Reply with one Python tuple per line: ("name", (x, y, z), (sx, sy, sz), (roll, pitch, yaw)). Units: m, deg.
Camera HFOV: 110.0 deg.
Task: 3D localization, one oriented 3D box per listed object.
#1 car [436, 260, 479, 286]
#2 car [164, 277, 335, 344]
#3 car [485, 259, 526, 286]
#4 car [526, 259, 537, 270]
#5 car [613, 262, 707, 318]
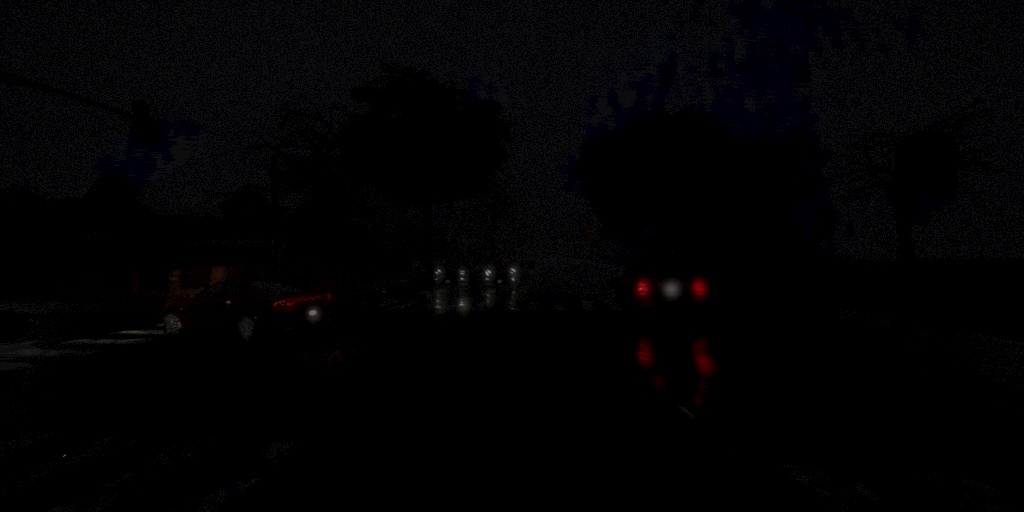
("car", (-3.677, 1.075, 24.819), (2.097, 1.767, 4.553), (-1, 0, 7))
("car", (-7.278, 1.354, 9.899), (5.008, 1.535, 1.882), (-2, 0, 21))
("car", (-0.450, 1.025, 24.439), (2.097, 1.767, 4.553), (-1, 0, 7))
("car", (2.128, 1.124, 46.088), (1.994, 1.385, 4.181), (-1, 0, 7))
("car", (4.880, 0.984, 12.484), (2.097, 1.767, 4.553), (-1, 0, 7))
